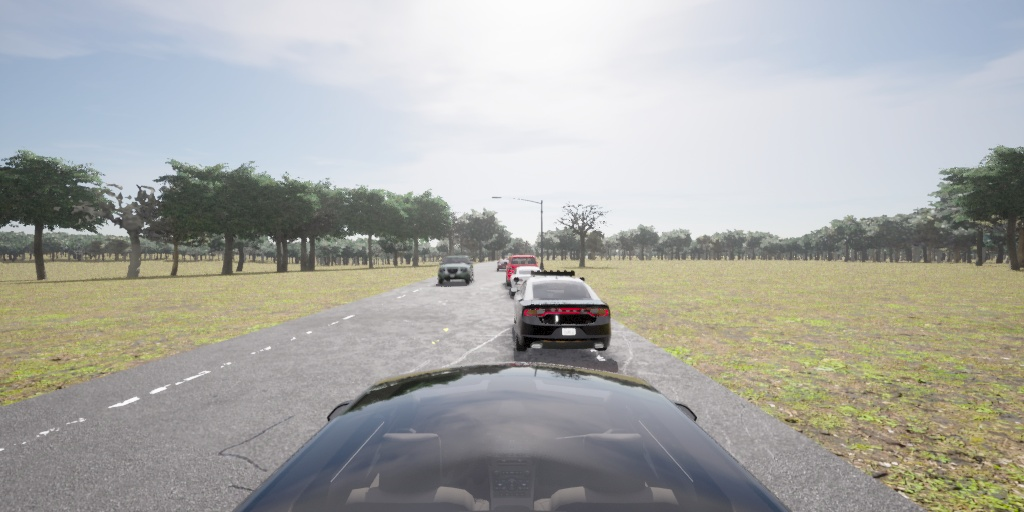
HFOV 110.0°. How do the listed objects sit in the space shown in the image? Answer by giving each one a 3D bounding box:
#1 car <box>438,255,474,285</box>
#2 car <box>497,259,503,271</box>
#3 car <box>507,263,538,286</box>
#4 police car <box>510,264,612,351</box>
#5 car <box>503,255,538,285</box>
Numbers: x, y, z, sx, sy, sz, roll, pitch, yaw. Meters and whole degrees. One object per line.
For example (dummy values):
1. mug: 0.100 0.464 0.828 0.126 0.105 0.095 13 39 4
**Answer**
1. car: -4.030 0.973 26.552 2.150 2.045 5.566 0 0 -2
2. car: -1.074 1.290 49.196 1.812 1.442 4.674 0 0 -1
3. car: 0.836 1.275 19.041 1.812 1.442 4.674 0 0 -1
4. police car: 1.009 1.174 9.115 1.930 1.638 5.238 0 0 -1
5. car: 0.666 0.974 25.087 2.150 2.045 5.566 0 0 -2
